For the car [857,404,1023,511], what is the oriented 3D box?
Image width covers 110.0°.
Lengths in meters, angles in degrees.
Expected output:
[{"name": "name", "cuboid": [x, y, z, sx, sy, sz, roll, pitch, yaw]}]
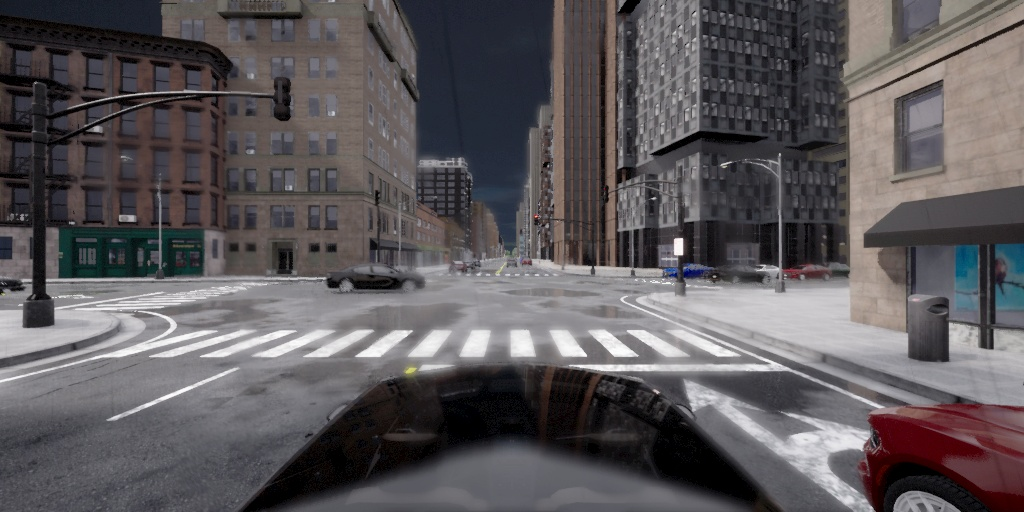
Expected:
[{"name": "car", "cuboid": [3.353, 1.228, 0.406, 1.882, 1.535, 5.008, 0, 0, 0]}]

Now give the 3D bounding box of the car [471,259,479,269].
[{"name": "car", "cuboid": [-6.683, 1.253, 54.670, 2.128, 1.511, 4.902, 0, 0, 0]}]

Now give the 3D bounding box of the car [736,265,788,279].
[{"name": "car", "cuboid": [26.009, 1.640, 37.346, 4.674, 1.442, 1.812, 1, 0, -15]}]

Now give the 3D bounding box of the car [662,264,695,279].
[{"name": "car", "cuboid": [17.027, 1.487, 34.776, 5.008, 1.535, 1.882, 1, 0, -16]}]

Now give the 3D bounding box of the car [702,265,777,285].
[{"name": "car", "cuboid": [17.722, 1.441, 27.956, 5.008, 1.535, 1.882, 1, -1, -18]}]

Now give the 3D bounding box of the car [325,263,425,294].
[{"name": "car", "cuboid": [-7.244, 1.161, 19.325, 5.008, 1.535, 1.882, 2, 0, -19]}]

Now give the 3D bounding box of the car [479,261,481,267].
[{"name": "car", "cuboid": [-6.673, 1.326, 64.632, 1.994, 1.385, 4.181, 0, 0, 0]}]

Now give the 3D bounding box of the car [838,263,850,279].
[{"name": "car", "cuboid": [35.018, 1.571, 39.628, 4.553, 1.767, 2.097, 1, 0, -13]}]

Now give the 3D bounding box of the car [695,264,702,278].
[{"name": "car", "cuboid": [19.279, 1.515, 32.033, 4.892, 1.490, 1.837, 1, 0, -17]}]

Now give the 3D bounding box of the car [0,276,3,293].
[{"name": "car", "cuboid": [-21.029, 1.021, 11.457, 5.357, 1.411, 2.033, 1, 0, -13]}]

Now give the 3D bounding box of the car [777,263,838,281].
[{"name": "car", "cuboid": [28.330, 1.594, 34.605, 5.008, 1.535, 1.882, 1, 0, -15]}]

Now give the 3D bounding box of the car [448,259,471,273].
[{"name": "car", "cuboid": [-6.672, 1.285, 44.709, 1.812, 1.442, 4.674, 0, 0, 0]}]

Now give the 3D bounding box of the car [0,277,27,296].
[{"name": "car", "cuboid": [-23.444, 1.019, 14.087, 5.357, 1.411, 2.033, 1, 0, -17]}]
